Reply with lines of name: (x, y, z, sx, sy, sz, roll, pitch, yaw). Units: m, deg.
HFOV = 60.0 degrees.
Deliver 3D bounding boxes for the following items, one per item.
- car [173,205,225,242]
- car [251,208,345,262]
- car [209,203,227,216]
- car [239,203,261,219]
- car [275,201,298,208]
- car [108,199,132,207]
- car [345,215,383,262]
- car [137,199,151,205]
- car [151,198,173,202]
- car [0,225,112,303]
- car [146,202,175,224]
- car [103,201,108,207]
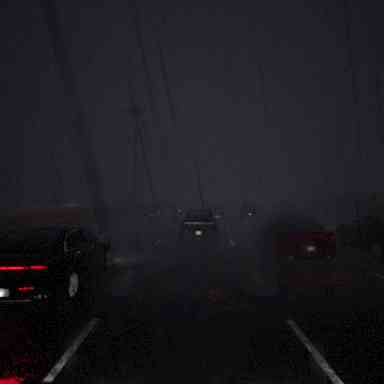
car: (0.425, 1.661, 17.490, 2.128, 1.511, 4.902, 0, -1, 3)
car: (3.703, 1.601, 12.662, 1.882, 1.535, 5.008, 0, -1, 1)
car: (2.418, 1.855, 34.109, 1.812, 1.442, 4.674, 0, -1, 10)
car: (5.797, 1.825, 33.150, 1.837, 1.490, 4.892, 0, -1, 10)
car: (9.307, 1.669, 32.796, 2.097, 1.767, 4.553, 0, -1, 10)
car: (-12.620, 2.084, 60.358, 1.837, 1.490, 4.892, 0, -1, 19)
car: (7.203, 1.601, 12.656, 1.882, 1.535, 5.008, 0, -1, 1)
car: (-8.477, 2.070, 61.670, 1.882, 1.535, 5.008, 0, -1, 20)
car: (-5.027, 1.937, 60.888, 2.097, 1.767, 4.553, 0, -1, 20)
car: (-3.380, 1.585, 8.361, 1.837, 1.490, 4.892, 0, -1, 0)
car: (-2.157, 1.815, 27.689, 2.033, 1.411, 5.357, 0, -1, 7)
car: (-15.138, 2.115, 63.777, 1.837, 1.490, 4.892, 0, -1, 19)
